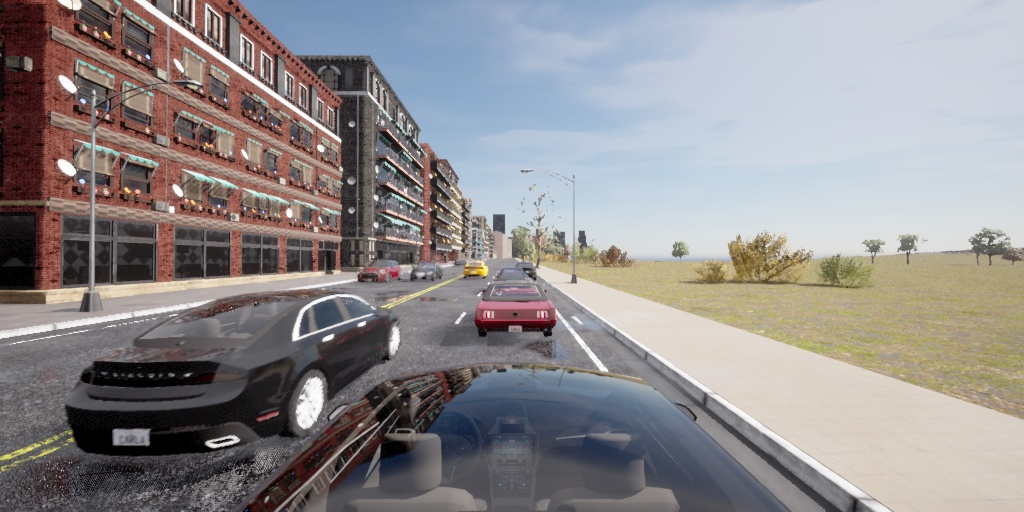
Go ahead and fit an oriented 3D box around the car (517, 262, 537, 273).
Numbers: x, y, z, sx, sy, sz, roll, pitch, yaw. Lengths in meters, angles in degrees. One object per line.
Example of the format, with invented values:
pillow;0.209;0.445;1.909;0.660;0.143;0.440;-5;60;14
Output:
car;1.053;1.259;30.306;1.837;1.490;4.892;0;0;0

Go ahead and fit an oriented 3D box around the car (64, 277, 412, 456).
car;-3.161;1.255;5.395;1.837;1.490;4.892;0;0;0

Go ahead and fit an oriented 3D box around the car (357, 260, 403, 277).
car;-9.926;1.105;27.199;2.097;1.767;4.553;0;0;0

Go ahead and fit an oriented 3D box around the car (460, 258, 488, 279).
car;-3.242;1.231;32.864;1.882;1.535;5.008;0;0;0

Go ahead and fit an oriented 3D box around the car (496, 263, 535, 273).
car;0.037;1.317;20.312;1.994;1.385;4.181;0;0;0

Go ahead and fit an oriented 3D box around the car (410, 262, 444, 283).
car;-6.680;1.245;28.442;2.128;1.511;4.902;0;0;0

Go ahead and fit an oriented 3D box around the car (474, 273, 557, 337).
car;0.076;1.352;10.282;1.895;1.301;4.718;0;0;0
